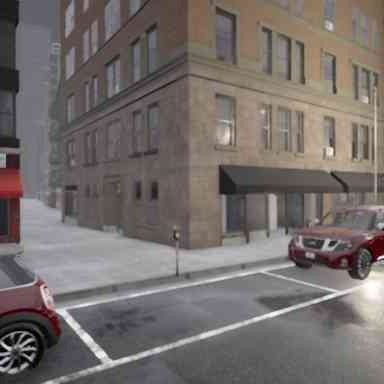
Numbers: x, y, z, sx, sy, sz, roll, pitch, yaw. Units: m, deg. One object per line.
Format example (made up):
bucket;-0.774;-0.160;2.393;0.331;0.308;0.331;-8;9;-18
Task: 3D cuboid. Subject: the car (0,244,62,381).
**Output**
car;-3.814;1.436;3.818;4.097;1.590;1.967;0;-1;-35

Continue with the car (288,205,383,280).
car;5.155;1.358;10.214;5.009;1.841;2.192;0;-1;-35
